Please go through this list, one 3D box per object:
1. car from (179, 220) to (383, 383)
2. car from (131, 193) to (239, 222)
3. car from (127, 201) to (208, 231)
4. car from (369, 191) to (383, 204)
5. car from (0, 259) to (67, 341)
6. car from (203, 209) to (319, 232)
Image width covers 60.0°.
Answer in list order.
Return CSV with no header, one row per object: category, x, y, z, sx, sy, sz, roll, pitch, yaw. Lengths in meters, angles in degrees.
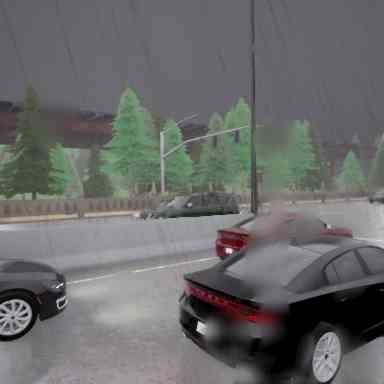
car,2.157,1.421,5.350,5.008,1.535,1.882,-1,1,-35
car,-0.050,1.078,16.883,5.566,2.045,2.150,-1,1,-36
car,-1.404,1.366,20.220,4.674,1.442,1.812,-1,1,-36
car,24.989,0.692,43.450,4.892,1.490,1.837,-1,1,-36
car,-4.423,1.504,4.895,4.892,1.490,1.837,0,0,-35
car,2.999,1.358,10.238,5.008,1.535,1.882,-1,1,-35
